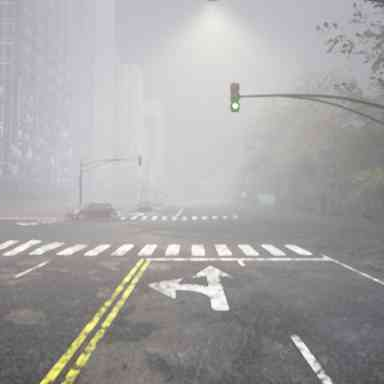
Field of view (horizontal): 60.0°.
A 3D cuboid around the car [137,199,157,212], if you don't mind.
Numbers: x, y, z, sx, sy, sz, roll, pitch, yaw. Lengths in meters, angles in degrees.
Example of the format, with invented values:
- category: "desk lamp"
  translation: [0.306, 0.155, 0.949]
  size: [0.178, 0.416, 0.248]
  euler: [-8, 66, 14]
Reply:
- category: "car"
  translation: [-6.448, 1.960, 46.356]
  size: [1.837, 1.490, 4.892]
  euler: [0, 0, 0]

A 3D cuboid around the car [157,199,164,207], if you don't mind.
- category: "car"
  translation: [-6.428, 2.123, 64.111]
  size: [2.128, 1.511, 4.902]
  euler: [0, -1, 0]

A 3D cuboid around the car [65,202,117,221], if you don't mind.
- category: "car"
  translation: [-9.341, 1.736, 30.906]
  size: [2.097, 1.767, 4.553]
  euler: [-1, -1, 43]
